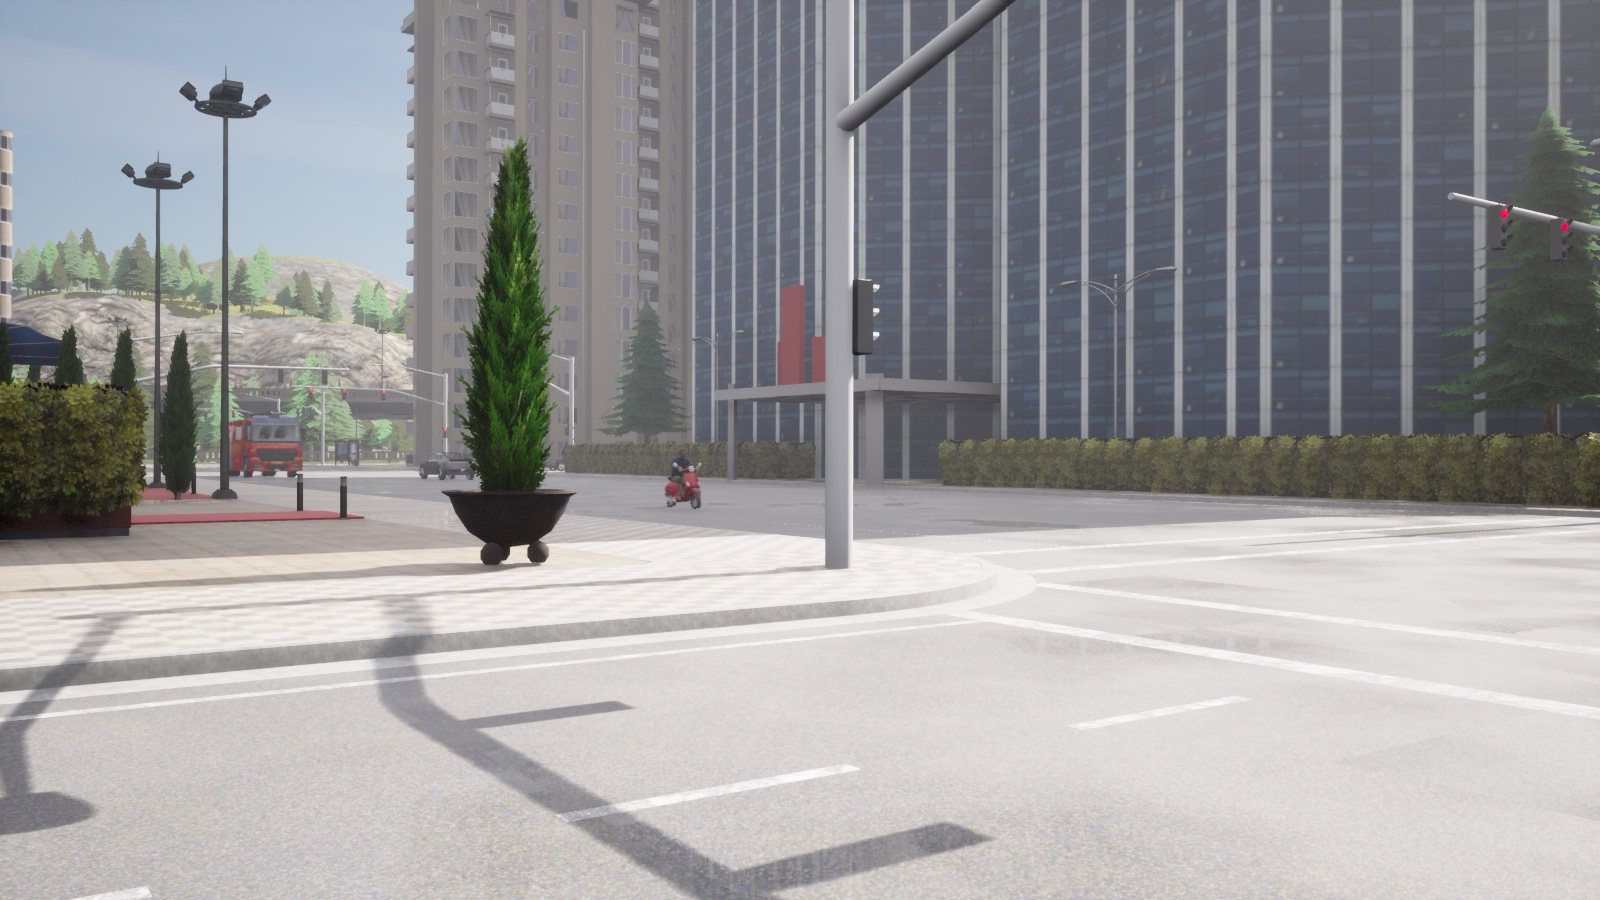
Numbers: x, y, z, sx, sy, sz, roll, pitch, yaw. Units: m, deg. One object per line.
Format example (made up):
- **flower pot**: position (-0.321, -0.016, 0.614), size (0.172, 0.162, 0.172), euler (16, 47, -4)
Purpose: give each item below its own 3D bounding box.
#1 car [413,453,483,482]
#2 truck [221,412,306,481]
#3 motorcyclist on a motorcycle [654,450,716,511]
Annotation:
- **car**: position (-19.264, 0.910, 68.567), size (2.128, 1.511, 4.902), euler (0, 0, -35)
- **truck**: position (-31.759, -0.171, 74.130), size (2.891, 3.827, 8.468), euler (0, 0, -35)
- **motorcyclist on a motorcycle**: position (-3.083, 0.787, 33.509), size (0.866, 1.590, 1.817), euler (0, 0, -35)
